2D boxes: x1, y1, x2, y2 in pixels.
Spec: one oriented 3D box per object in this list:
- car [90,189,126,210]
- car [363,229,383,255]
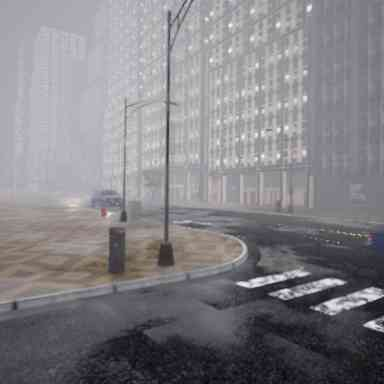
[{"bbox_3d":[-8.658,0.729,34.001,2.150,2.045,5.566,1,0,-35],"label":"car"},{"bbox_3d":[8.044,1.631,9.818,2.033,1.411,5.357,0,0,-35],"label":"car"}]
